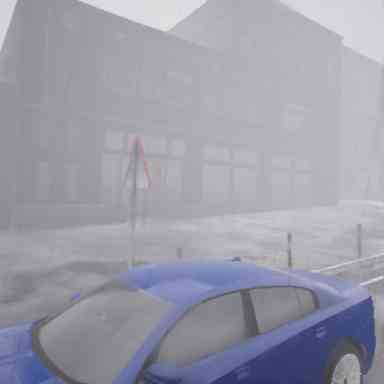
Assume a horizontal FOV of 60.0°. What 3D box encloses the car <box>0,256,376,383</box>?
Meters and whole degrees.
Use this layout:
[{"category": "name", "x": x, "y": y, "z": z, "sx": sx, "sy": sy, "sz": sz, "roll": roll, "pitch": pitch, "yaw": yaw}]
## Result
[{"category": "car", "x": -0.168, "y": 1.491, "z": 3.262, "sx": 5.008, "sy": 1.535, "sz": 1.882, "roll": 0, "pitch": 0, "yaw": -35}]
